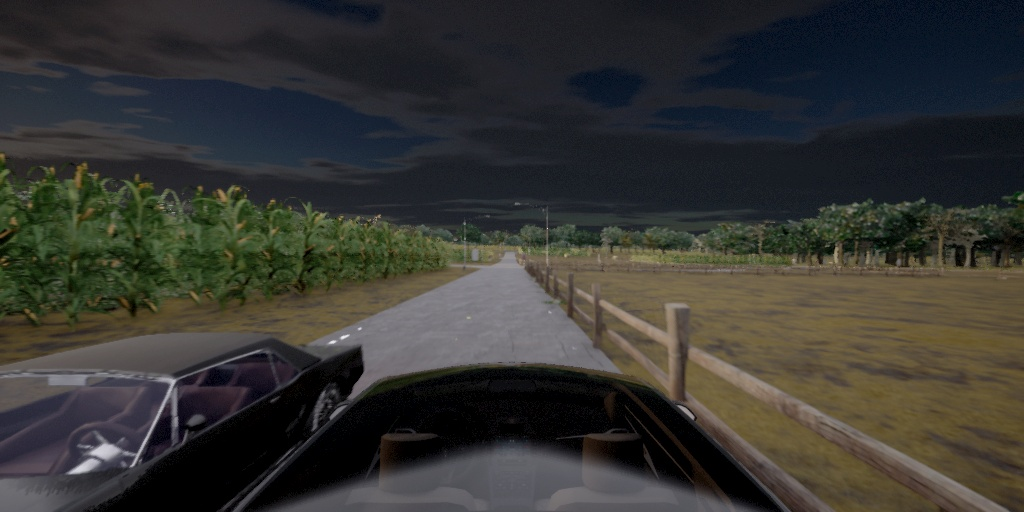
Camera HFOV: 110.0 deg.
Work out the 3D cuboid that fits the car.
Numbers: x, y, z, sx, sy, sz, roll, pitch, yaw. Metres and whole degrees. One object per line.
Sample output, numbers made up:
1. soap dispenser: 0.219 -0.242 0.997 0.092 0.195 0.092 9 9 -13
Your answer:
1. car: -2.840 1.350 2.423 1.895 1.301 4.718 0 0 0
